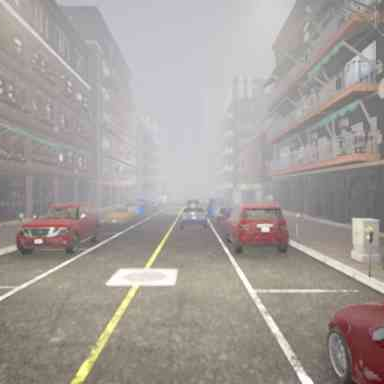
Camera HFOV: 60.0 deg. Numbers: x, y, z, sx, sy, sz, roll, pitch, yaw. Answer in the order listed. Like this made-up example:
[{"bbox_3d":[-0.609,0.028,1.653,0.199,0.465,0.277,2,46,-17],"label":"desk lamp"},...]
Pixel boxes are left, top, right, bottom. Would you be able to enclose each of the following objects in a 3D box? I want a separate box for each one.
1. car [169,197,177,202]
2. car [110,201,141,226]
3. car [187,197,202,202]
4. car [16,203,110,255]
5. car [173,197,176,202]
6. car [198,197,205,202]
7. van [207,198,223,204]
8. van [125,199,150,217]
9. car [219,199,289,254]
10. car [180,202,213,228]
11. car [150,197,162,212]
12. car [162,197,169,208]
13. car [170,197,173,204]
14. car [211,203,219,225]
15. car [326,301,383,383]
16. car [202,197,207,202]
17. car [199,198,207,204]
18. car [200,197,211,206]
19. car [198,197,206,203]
[{"bbox_3d":[-5.278,2.162,93.150,2.008,1.369,4.403,-1,0,0],"label":"car"},{"bbox_3d":[-5.313,1.691,25.165,1.752,1.417,4.829,-1,0,0],"label":"car"},{"bbox_3d":[0.122,1.631,42.261,2.097,1.767,4.553,0,0,0],"label":"car"},{"bbox_3d":[-5.321,1.408,14.034,2.192,1.841,5.009,-1,0,0],"label":"car"},{"bbox_3d":[-5.287,2.025,76.027,1.752,1.417,4.829,-1,0,0],"label":"car"},{"bbox_3d":[2.602,2.178,93.264,1.947,1.339,4.313,-1,0,0],"label":"car"},{"bbox_3d":[2.568,1.545,30.959,1.690,1.788,3.998,-1,0,0],"label":"van"},{"bbox_3d":[-5.312,1.545,30.988,1.690,1.788,3.998,-1,0,0],"label":"van"},{"bbox_3d":[2.559,1.407,13.966,2.192,1.841,5.009,-1,0,0],"label":"car"},{"bbox_3d":[0.111,1.702,23.410,2.033,1.411,5.357,0,0,0],"label":"car"},{"bbox_3d":[-5.305,1.719,42.290,1.967,1.590,4.097,-1,0,0],"label":"car"},{"bbox_3d":[-5.298,1.903,53.591,2.008,1.369,4.403,-1,0,0],"label":"car"},{"bbox_3d":[-5.292,1.993,64.894,1.947,1.339,4.313,-1,0,0],"label":"car"},{"bbox_3d":[2.568,1.748,25.293,1.802,1.307,4.206,-1,0,0],"label":"car"},{"bbox_3d":[2.557,1.600,2.636,1.802,1.307,4.206,-1,0,0],"label":"car"},{"bbox_3d":[2.570,1.556,36.623,2.192,1.841,5.009,-1,0,0],"label":"car"},{"bbox_3d":[2.597,2.120,81.936,1.802,1.307,4.206,-1,0,0],"label":"car"},{"bbox_3d":[2.586,1.867,64.944,1.967,1.590,4.097,-1,0,0],"label":"car"},{"bbox_3d":[2.599,2.120,87.600,1.887,1.381,4.507,-1,0,0],"label":"car"}]
